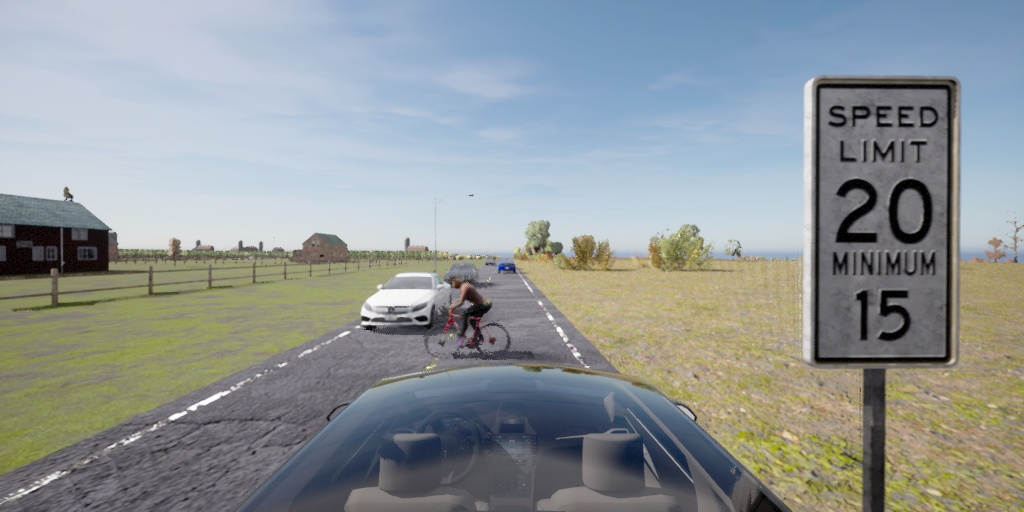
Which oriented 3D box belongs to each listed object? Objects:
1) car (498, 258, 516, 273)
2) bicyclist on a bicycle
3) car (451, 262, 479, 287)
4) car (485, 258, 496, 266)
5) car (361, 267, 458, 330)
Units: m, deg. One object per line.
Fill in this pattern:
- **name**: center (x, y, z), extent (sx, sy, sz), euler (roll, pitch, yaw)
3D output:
- **car**: center (-0.550, 1.092, 39.876), extent (1.882, 1.535, 5.008), euler (0, 0, -1)
- **bicyclist on a bicycle**: center (-0.870, 1.185, 6.894), extent (1.656, 1.620, 0.582), euler (-2, 0, -1)
- **car**: center (-3.192, 1.174, 23.301), extent (1.837, 1.490, 4.892), euler (0, 0, -1)
- **car**: center (-3.876, 1.136, 64.364), extent (2.033, 1.411, 5.357), euler (0, 0, 0)
- **car**: center (-2.992, 1.240, 11.094), extent (1.812, 1.442, 4.674), euler (0, 0, -1)
